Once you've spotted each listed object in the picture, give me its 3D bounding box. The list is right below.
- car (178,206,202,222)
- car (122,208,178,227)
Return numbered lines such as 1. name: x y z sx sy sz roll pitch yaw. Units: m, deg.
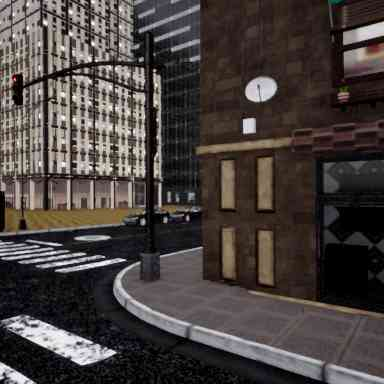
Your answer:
1. car: -0.272 1.975 30.474 2.008 1.369 4.403 -2 -2 35
2. car: -3.481 1.893 25.922 2.008 1.369 4.403 -2 -2 35
